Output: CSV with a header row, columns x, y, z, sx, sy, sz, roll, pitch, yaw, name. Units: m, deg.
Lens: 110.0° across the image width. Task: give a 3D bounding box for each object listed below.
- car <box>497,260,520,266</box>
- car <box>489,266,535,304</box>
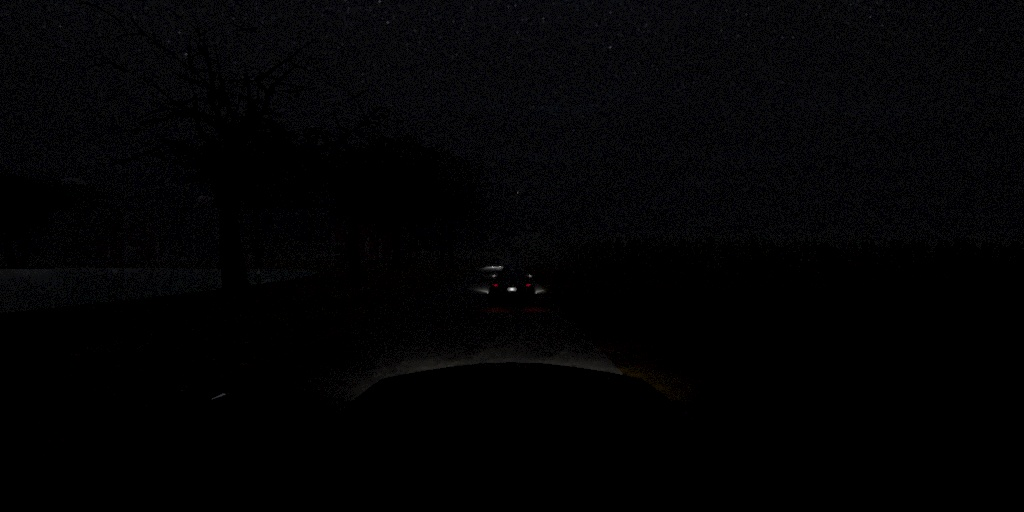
x,y,z,sx,sy,sz,roll,pitch,yaw,name
0.000,1.309,31.505,2.033,1.411,5.357,0,0,0,car
0.000,1.322,16.502,1.994,1.385,4.181,0,0,0,car
